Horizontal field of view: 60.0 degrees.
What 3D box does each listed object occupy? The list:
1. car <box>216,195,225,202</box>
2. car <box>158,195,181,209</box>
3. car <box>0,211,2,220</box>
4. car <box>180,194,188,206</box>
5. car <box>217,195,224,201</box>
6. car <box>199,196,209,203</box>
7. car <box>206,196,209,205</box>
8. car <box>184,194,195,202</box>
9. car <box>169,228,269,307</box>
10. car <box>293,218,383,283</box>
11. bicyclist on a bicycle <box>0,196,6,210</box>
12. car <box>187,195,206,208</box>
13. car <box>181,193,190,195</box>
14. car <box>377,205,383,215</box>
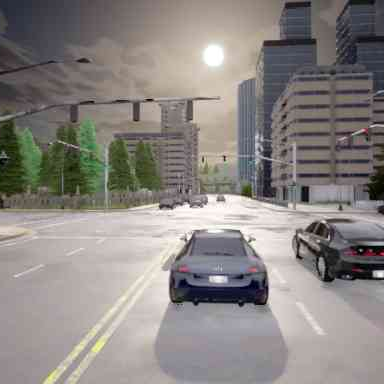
[{"bbox_3d":[6.575,1.574,75.899,1.994,1.385,4.181,0,0,5],"label":"car"},{"bbox_3d":[-3.165,1.560,44.702,2.033,1.411,5.357,0,0,5],"label":"car"},{"bbox_3d":[-16.324,1.484,23.900,5.008,1.535,1.882,0,0,5],"label":"car"},{"bbox_3d":[-2.317,1.562,54.741,2.033,1.411,5.357,0,0,5],"label":"car"},{"bbox_3d":[7.405,1.524,85.814,1.837,1.490,4.892,0,0,5],"label":"car"},{"bbox_3d":[2.421,1.524,68.377,1.837,1.490,4.892,0,0,5],"label":"car"},{"bbox_3d":[1.481,1.368,58.007,2.097,1.767,4.553,0,0,5],"label":"car"},{"bbox_3d":[-0.540,1.376,74.830,2.097,1.767,4.553,0,0,5],"label":"car"},{"bbox_3d":[0.625,1.566,8.079,1.994,1.385,4.181,0,0,4],"label":"car"},{"bbox_3d":[4.251,1.509,9.588,1.837,1.490,4.892,0,0,5],"label":"car"},{"bbox_3d":[-22.319,1.311,38.928,0.582,1.620,1.656,0,0,5],"label":"bicyclist on a bicycle"},{"bbox_3d":[0.702,1.518,48.916,1.837,1.490,4.892,0,0,5],"label":"car"},{"bbox_3d":[-1.419,1.239,64.878,2.150,2.045,5.566,0,0,5],"label":"car"},{"bbox_3d":[20.361,1.487,31.587,5.008,1.535,1.882,0,0,5],"label":"car"}]
